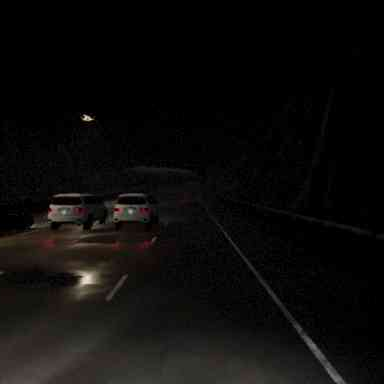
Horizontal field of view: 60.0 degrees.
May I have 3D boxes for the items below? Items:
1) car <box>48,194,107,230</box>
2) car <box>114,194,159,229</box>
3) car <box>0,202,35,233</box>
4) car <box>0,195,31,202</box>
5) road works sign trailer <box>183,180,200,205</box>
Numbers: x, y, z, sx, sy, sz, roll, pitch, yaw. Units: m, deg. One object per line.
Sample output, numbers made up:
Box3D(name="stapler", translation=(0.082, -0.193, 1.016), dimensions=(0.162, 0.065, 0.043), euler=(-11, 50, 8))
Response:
Box3D(name="car", translation=(-6.904, 1.130, 20.601), dimensions=(2.150, 2.045, 5.566), euler=(0, 1, 0))
Box3D(name="car", translation=(-3.404, 1.125, 21.092), dimensions=(2.150, 2.045, 5.566), euler=(0, 0, 0))
Box3D(name="car", translation=(-10.403, 1.477, 17.599), dimensions=(2.033, 1.411, 5.357), euler=(0, 0, 0))
Box3D(name="car", translation=(-21.098, 1.172, 39.818), dimensions=(2.128, 1.511, 4.902), euler=(0, 1, 0))
Box3D(name="road works sign trailer", translation=(-0.020, 0.011, 47.812), dimensions=(2.380, 3.560, 2.880), euler=(0, 1, 0))
